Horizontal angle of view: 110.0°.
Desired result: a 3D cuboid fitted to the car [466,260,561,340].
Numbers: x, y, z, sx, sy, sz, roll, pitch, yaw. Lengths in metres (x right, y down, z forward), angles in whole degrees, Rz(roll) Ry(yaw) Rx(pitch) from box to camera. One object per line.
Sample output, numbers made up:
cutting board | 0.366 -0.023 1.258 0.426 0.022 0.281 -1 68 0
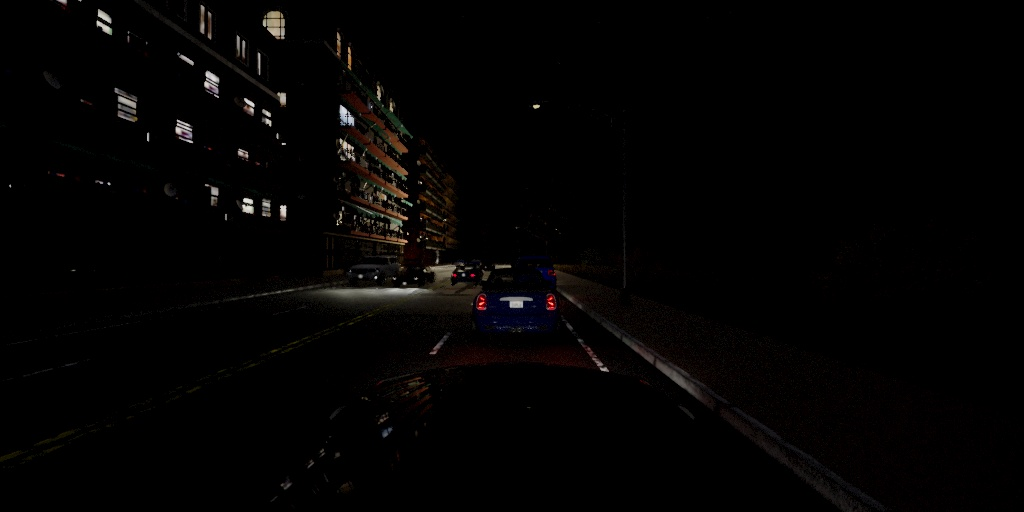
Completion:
car | 0.097 1.103 10.161 2.097 1.767 4.553 0 0 0

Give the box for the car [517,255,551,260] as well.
car | 1.136 0.977 19.736 2.150 2.045 5.566 0 0 0

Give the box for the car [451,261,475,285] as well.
car | -3.148 1.299 25.771 2.033 1.411 5.357 0 0 0

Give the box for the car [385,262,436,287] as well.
car | -6.603 1.300 24.692 2.033 1.411 5.357 0 0 0

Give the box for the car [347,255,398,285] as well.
car | -9.850 0.974 26.080 2.150 2.045 5.566 0 0 0
